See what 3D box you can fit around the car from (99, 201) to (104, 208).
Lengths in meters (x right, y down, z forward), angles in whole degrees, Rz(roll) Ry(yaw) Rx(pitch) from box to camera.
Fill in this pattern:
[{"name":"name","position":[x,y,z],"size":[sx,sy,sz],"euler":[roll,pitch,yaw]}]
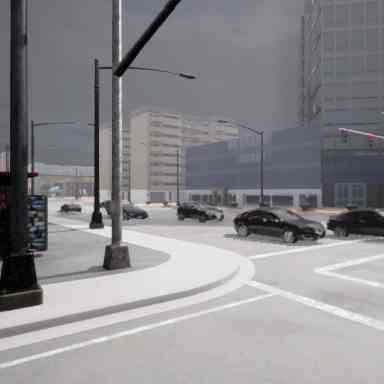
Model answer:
[{"name":"car","position":[-15.863,2.281,62.138],"size":[1.994,1.385,4.181],"euler":[0,-1,-36]}]

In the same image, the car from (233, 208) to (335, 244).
[{"name":"car","position":[4.138,1.564,16.378],"size":[1.837,1.490,4.892],"euler":[0,0,-36]}]

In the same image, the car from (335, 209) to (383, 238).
[{"name":"car","position":[8.921,1.569,16.143],"size":[1.812,1.442,4.674],"euler":[0,0,-41]}]

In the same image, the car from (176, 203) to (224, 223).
[{"name":"car","position":[0.596,1.661,27.215],"size":[2.128,1.511,4.902],"euler":[0,-1,-36]}]

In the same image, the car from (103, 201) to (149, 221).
[{"name":"car","position":[-5.888,1.800,30.188],"size":[2.033,1.411,5.357],"euler":[0,-1,-36]}]

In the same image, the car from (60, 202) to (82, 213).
[{"name":"car","position":[-16.214,2.076,44.496],"size":[1.994,1.385,4.181],"euler":[0,-1,-35]}]
